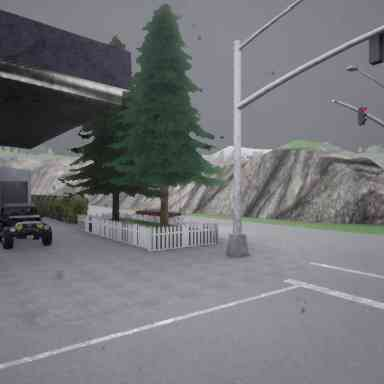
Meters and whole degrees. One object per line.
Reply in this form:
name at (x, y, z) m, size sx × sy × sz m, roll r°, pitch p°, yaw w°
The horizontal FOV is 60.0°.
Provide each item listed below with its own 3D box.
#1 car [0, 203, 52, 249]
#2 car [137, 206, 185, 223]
car at (-8.047, 1.505, 15.803) m, size 1.905 × 1.878 × 3.866 m, roll 0°, pitch 0°, yaw -37°
car at (-2.581, 1.792, 27.052) m, size 1.895 × 1.301 × 4.718 m, roll 0°, pitch 0°, yaw -36°
